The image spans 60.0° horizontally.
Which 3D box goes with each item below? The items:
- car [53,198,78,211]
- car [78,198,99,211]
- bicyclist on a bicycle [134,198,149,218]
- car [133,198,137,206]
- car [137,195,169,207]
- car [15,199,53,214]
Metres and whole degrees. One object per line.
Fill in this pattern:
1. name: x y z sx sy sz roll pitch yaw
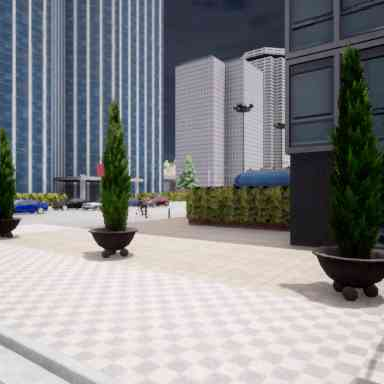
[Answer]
1. car: -15.215 1.478 42.086 1.882 1.535 5.008 0 0 35
2. car: -11.338 1.601 41.516 1.895 1.301 4.718 0 0 35
3. bicyclist on a bicycle: -4.075 1.301 26.657 1.656 1.620 0.582 0 0 35
4. car: -9.287 1.547 50.511 2.033 1.411 5.357 0 0 35
5. car: -5.490 1.352 49.816 2.097 1.767 4.553 0 0 35
6. car: -17.048 1.478 33.383 1.882 1.535 5.008 0 0 35
